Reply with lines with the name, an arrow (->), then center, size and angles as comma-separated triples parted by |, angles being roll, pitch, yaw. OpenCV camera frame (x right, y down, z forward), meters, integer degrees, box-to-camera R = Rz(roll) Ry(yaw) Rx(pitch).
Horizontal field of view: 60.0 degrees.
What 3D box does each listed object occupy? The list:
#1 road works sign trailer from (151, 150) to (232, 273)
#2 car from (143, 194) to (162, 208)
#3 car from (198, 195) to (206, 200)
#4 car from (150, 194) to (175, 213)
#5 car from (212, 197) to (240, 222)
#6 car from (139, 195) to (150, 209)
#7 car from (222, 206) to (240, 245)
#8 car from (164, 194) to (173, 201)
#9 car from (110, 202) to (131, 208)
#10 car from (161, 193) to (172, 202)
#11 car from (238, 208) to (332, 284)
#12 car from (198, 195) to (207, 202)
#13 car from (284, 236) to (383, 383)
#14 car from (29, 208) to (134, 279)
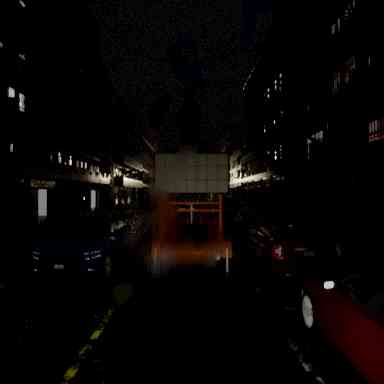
road works sign trailer -> -0.015, 0.462, 10.654 | 2.380, 3.560, 2.880 | 0, 0, 0
car -> -5.761, 1.297, 48.972 | 2.192, 1.841, 5.009 | 0, 0, 0
car -> 2.559, 1.501, 88.435 | 1.887, 1.381, 4.507 | 0, 0, 0
car -> -3.056, 1.209, 37.808 | 2.150, 2.045, 5.566 | 0, 0, 0
car -> 2.654, 1.308, 26.435 | 2.192, 1.841, 5.009 | 0, 0, 0
car -> -5.753, 1.425, 43.336 | 1.967, 1.590, 4.097 | 0, 0, 0
car -> 2.670, 1.548, 15.162 | 2.008, 1.369, 4.403 | 0, 0, 0
car -> -5.813, 1.401, 82.789 | 1.967, 1.590, 4.097 | 0, 0, 0
car -> -5.728, 1.518, 26.256 | 1.752, 1.417, 4.829 | 0, 0, 0
car -> -5.803, 1.279, 77.154 | 2.192, 1.841, 5.009 | 0, 0, 0
car -> 2.679, 1.438, 9.526 | 1.967, 1.590, 4.097 | 0, 0, 0
car -> 2.576, 1.490, 77.333 | 1.752, 1.417, 4.829 | 0, 0, 0
car -> 2.687, 1.544, 3.889 | 1.887, 1.381, 4.507 | 0, 0, 0
car -> -3.115, 1.476, 10.289 | 1.882, 1.535, 5.008 | 0, 0, 0
